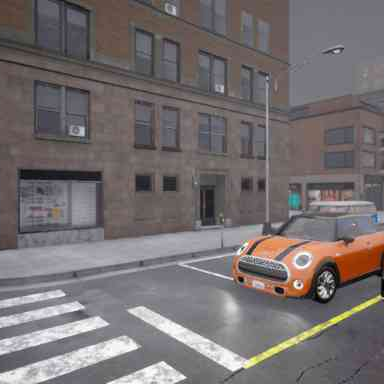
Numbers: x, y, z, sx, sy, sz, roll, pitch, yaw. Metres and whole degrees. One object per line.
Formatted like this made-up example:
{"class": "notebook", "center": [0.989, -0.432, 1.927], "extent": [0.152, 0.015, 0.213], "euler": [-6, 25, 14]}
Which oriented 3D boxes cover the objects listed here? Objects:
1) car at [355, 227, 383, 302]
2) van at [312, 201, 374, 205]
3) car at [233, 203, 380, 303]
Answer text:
{"class": "car", "center": [5.369, 1.469, 6.373], "extent": [4.902, 1.511, 2.128], "euler": [0, 0, -40]}
{"class": "van", "center": [6.410, 1.281, 14.251], "extent": [3.998, 1.788, 1.690], "euler": [0, 0, -40]}
{"class": "car", "center": [3.131, 1.321, 8.269], "extent": [4.553, 1.767, 2.097], "euler": [0, 0, -38]}
